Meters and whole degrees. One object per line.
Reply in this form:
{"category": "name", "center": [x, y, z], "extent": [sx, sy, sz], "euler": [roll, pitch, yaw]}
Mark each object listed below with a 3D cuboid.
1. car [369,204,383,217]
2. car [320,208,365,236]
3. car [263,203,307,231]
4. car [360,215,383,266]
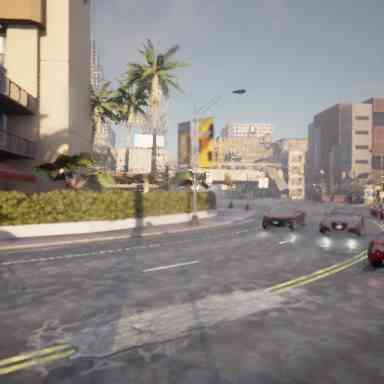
{"category": "car", "center": [16.661, 1.642, 28.498], "extent": [1.895, 1.301, 4.718], "euler": [0, 0, 15]}
{"category": "car", "center": [8.486, 1.586, 18.579], "extent": [1.994, 1.385, 4.181], "euler": [0, 0, 31]}
{"category": "car", "center": [5.990, 1.497, 21.126], "extent": [1.882, 1.535, 5.008], "euler": [0, 0, 29]}
{"category": "car", "center": [7.202, 1.581, 10.731], "extent": [1.994, 1.385, 4.181], "euler": [0, 0, 42]}
